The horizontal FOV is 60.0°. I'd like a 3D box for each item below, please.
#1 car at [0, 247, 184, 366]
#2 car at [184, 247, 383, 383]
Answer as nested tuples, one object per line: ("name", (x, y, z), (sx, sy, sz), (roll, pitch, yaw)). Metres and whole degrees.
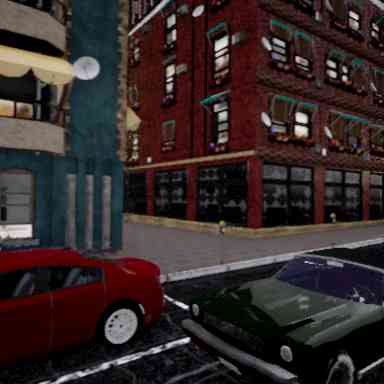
("car", (-2.548, 1.548, 4.727), (4.507, 1.381, 1.887), (0, 1, -36))
("car", (2.207, 1.605, 4.959), (4.718, 1.301, 1.895), (0, 0, -36))
